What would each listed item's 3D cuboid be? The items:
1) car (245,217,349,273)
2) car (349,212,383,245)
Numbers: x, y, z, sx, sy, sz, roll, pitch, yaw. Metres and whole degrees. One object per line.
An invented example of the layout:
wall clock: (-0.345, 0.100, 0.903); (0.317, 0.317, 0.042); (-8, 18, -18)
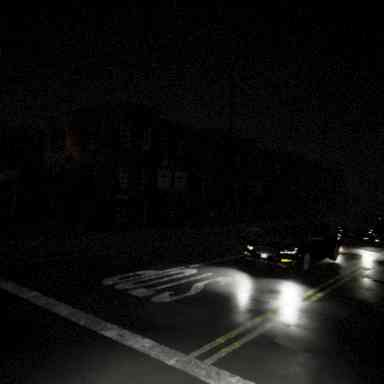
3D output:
car: (3.670, 1.687, 11.570); (1.837, 1.490, 4.892); (3, 0, 40)
car: (9.697, 1.967, 18.782); (1.882, 1.535, 5.008); (3, 0, 40)
